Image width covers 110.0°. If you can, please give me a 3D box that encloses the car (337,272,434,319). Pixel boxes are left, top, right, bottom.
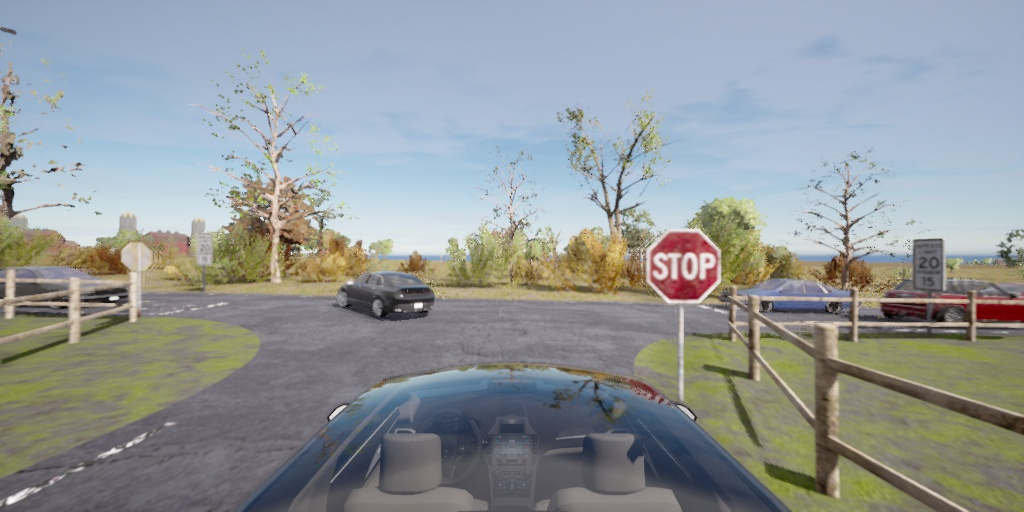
[{"bbox_3d":[-4.890,1.338,13.604,4.892,1.490,1.837,2,0,43],"label":"car"}]

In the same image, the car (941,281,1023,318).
[{"bbox_3d":[22.680,1.938,16.071,4.674,1.442,1.812,1,0,0],"label":"car"}]

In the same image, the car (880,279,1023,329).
[{"bbox_3d":[16.568,1.636,13.141,4.553,1.767,2.097,1,0,0],"label":"car"}]

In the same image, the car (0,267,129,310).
[{"bbox_3d":[-17.254,1.107,13.175,5.357,1.411,2.033,1,0,0],"label":"car"}]

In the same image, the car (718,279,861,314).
[{"bbox_3d":[12.303,1.739,16.048,5.357,1.411,2.033,1,0,-1],"label":"car"}]
